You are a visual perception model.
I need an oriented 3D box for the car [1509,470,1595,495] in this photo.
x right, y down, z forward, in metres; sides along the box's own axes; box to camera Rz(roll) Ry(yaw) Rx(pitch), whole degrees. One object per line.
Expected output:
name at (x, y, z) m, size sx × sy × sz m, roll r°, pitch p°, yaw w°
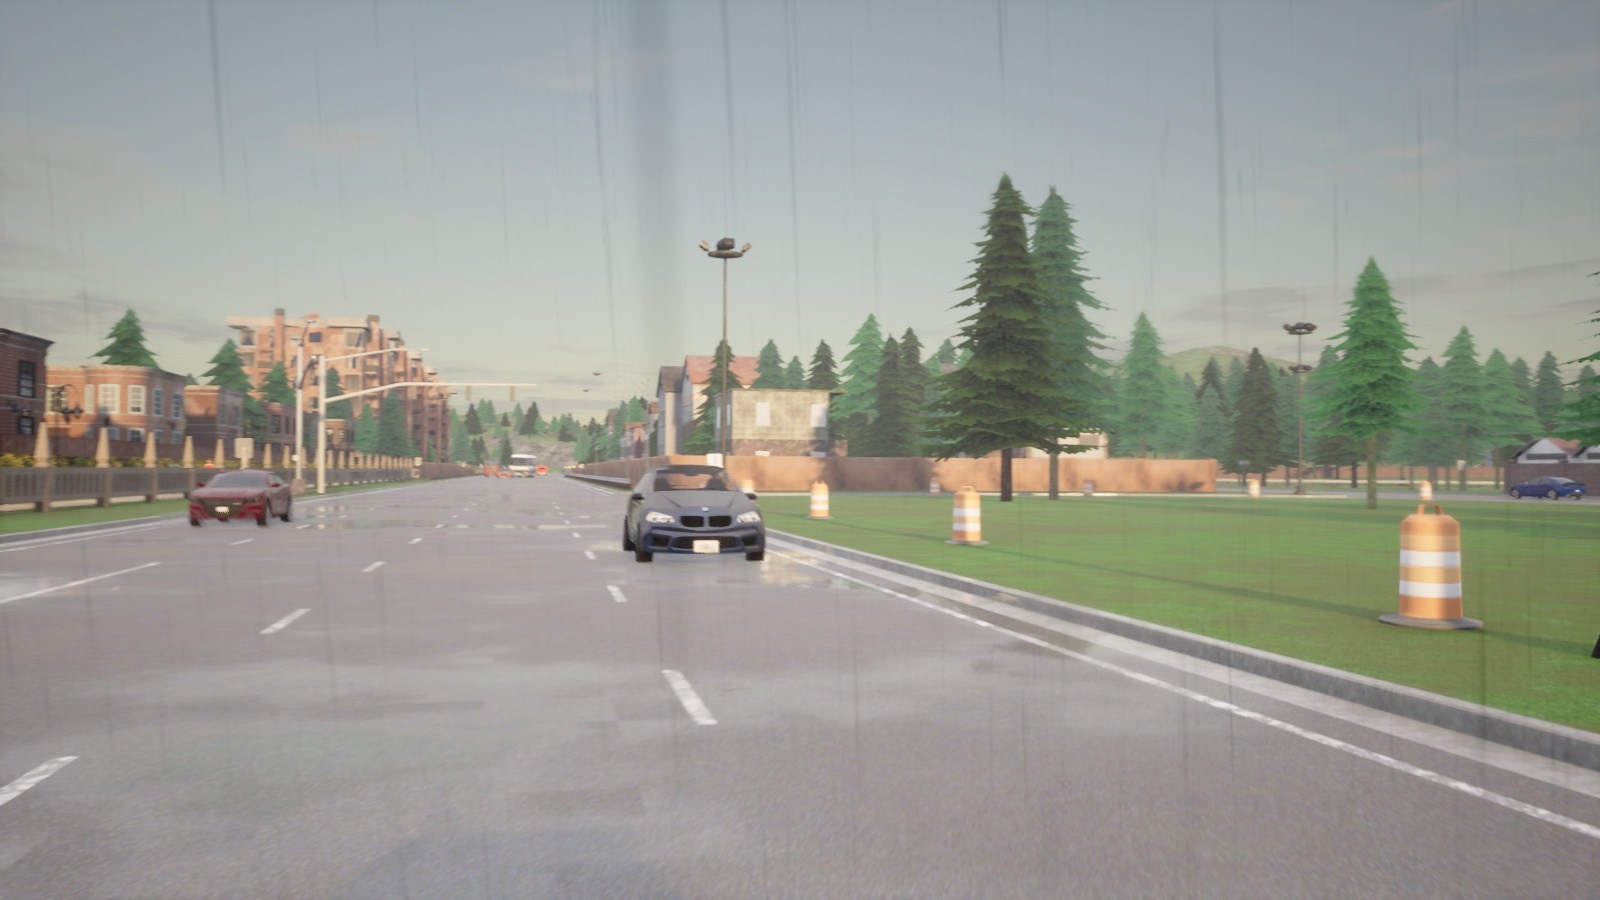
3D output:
car at (48.752, 2.084, 81.584) m, size 1.882 × 1.535 × 5.008 m, roll 0°, pitch -1°, yaw -12°

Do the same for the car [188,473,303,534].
car at (-15.096, 1.393, 34.443) m, size 1.882 × 1.535 × 5.008 m, roll 0°, pitch -1°, yaw -12°

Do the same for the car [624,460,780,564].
car at (-1.904, 1.044, 22.789) m, size 2.242 × 1.667 × 4.611 m, roll 0°, pitch -1°, yaw -12°
